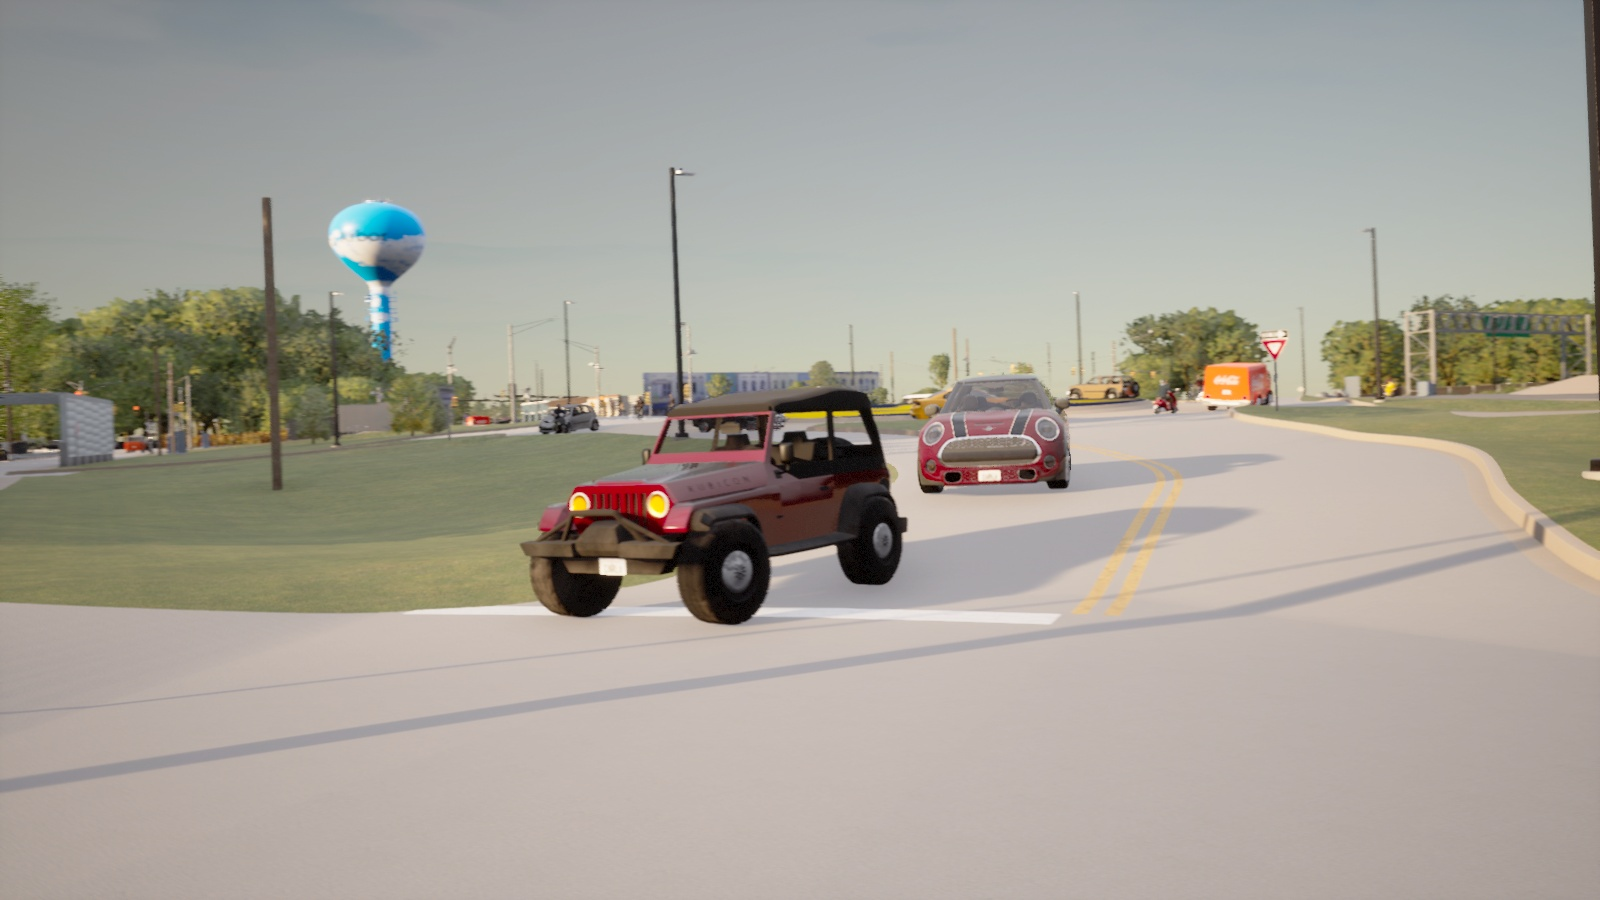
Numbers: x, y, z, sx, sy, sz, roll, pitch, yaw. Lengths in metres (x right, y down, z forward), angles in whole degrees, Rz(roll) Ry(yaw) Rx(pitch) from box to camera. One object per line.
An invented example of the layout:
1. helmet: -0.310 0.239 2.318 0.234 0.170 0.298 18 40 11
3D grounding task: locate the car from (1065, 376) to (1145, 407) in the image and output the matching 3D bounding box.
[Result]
1. car: 19.057 -3.654 78.682 1.932 1.855 4.605 -1 3 -39

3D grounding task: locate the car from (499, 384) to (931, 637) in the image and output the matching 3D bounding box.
1. car: -0.580 0.391 11.441 1.905 1.878 3.866 -2 2 33

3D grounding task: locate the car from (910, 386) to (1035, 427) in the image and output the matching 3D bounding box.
1. car: 7.266 -1.839 53.167 5.008 1.535 1.882 -2 4 -1

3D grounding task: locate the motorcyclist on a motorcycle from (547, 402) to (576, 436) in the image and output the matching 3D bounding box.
1. motorcyclist on a motorcycle: -11.185 -1.442 58.804 0.866 1.590 1.817 -1 1 -25

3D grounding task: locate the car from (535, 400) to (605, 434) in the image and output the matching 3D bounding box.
1. car: -12.923 -1.860 70.783 1.851 1.617 3.988 0 5 23

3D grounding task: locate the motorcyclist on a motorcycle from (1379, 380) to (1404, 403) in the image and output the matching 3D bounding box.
1. motorcyclist on a motorcycle: 39.011 -3.854 82.821 0.797 1.523 2.044 1 3 6

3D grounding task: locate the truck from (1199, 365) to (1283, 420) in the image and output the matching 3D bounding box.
1. truck: 22.782 -3.033 64.699 2.627 2.467 5.204 5 8 35

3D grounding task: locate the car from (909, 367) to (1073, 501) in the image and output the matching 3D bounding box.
1. car: 3.094 -0.342 19.461 2.097 1.767 4.553 -2 3 13

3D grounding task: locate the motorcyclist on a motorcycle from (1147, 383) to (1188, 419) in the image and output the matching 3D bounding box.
1. motorcyclist on a motorcycle: 16.798 -2.246 57.391 1.817 1.590 0.866 -2 5 -39
